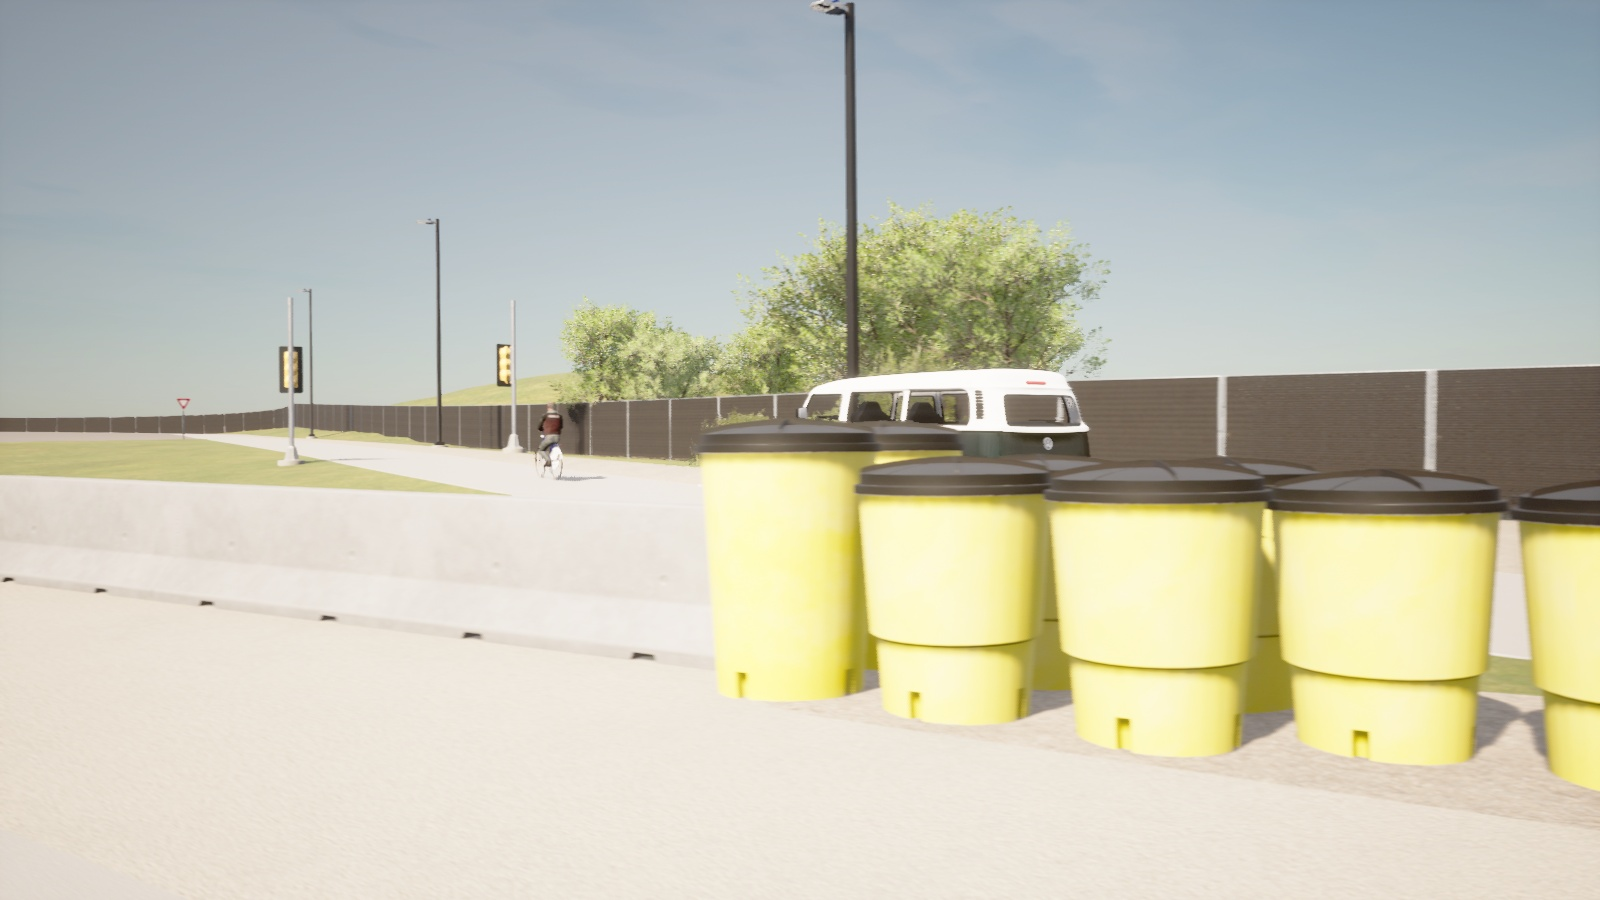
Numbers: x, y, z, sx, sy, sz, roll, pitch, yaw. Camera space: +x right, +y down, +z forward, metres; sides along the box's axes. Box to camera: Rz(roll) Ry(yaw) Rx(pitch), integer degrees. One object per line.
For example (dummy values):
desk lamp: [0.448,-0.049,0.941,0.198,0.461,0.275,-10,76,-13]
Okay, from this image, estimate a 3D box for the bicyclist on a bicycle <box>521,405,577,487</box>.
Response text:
bicyclist on a bicycle: [-5.682,-0.105,28.328,0.659,1.776,1.843,-2,2,-30]

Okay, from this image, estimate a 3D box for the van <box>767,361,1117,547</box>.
van: [1.655,-0.015,16.194,2.069,2.038,4.480,-2,2,-33]
